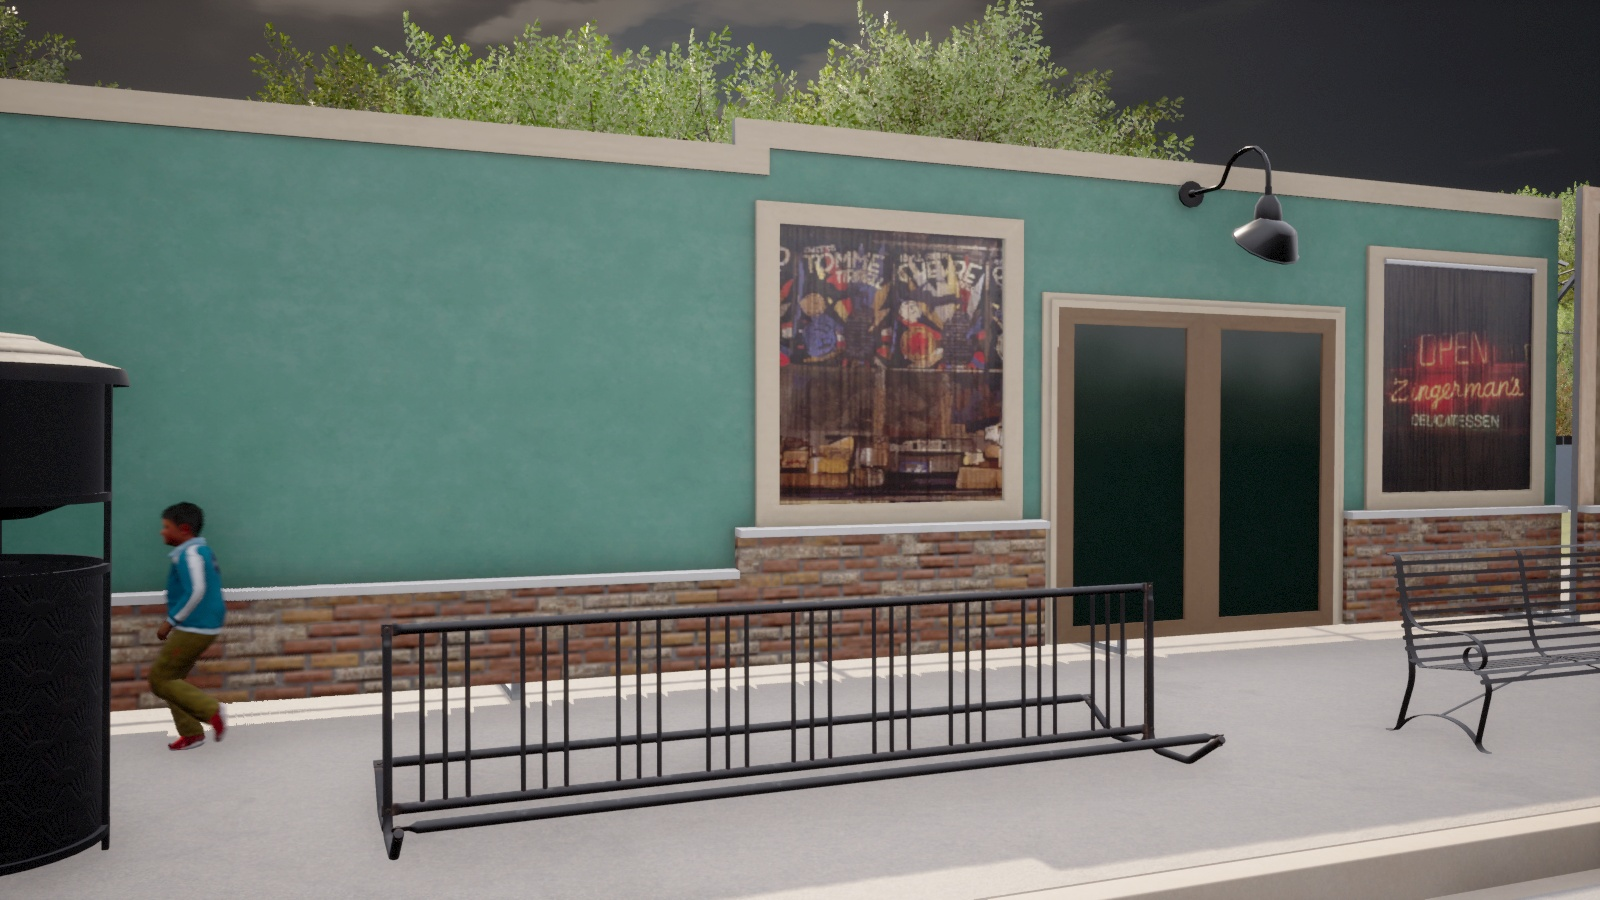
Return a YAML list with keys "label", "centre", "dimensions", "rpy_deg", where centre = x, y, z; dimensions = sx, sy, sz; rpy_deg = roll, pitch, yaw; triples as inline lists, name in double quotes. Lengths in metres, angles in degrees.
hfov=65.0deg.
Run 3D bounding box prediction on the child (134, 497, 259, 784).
- label: "child"
  centre: [-2.654, 0.817, 5.550]
  dimensions: [0.448, 1.192, 0.343]
  rpy_deg: [-1, 1, -19]
